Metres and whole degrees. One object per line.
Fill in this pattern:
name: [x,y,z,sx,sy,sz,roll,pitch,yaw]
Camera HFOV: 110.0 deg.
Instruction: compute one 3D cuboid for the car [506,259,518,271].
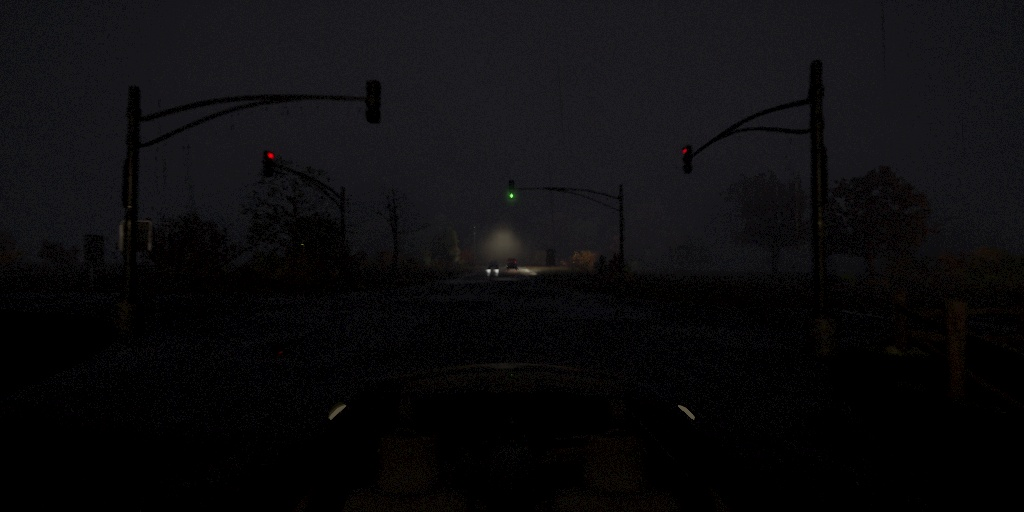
car: [-0.005,1.787,63.520,1.837,1.490,4.892,0,-1,0]
